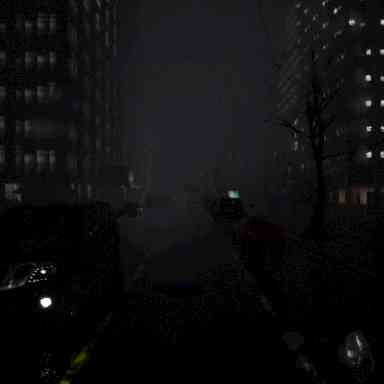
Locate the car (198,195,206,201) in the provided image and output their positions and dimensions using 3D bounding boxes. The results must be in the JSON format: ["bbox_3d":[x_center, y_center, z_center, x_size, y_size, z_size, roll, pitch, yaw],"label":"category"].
[{"bbox_3d":[2.719,1.599,87.716,2.008,1.369,4.403,0,0,0],"label":"car"}]

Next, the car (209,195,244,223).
[{"bbox_3d":[2.705,1.327,25.138,2.192,1.841,5.009,0,0,0],"label":"car"}]

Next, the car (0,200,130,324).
[{"bbox_3d":[-3.091,1.227,7.510,2.150,2.045,5.566,0,0,0],"label":"car"}]

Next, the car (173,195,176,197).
[{"bbox_3d":[-5.662,1.484,82.052,1.967,1.590,4.097,0,0,0],"label":"car"}]

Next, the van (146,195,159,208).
[{"bbox_3d":[-5.670,1.364,47.916,1.690,1.788,3.998,0,0,0],"label":"van"}]

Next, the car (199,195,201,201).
[{"bbox_3d":[2.712,1.580,59.272,2.008,1.369,4.403,0,0,0],"label":"car"}]

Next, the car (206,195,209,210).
[{"bbox_3d":[2.706,1.329,30.827,2.192,1.841,5.009,0,0,0],"label":"car"}]

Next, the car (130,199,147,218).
[{"bbox_3d":[-5.676,1.580,30.849,1.947,1.339,4.313,0,0,0],"label":"car"}]

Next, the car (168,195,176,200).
[{"bbox_3d":[-5.660,1.603,93.430,2.008,1.369,4.403,0,0,0],"label":"car"}]

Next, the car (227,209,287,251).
[{"bbox_3d":[2.699,1.588,13.760,1.802,1.307,4.206,0,0,0],"label":"car"}]

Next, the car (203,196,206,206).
[{"bbox_3d":[2.708,1.545,42.375,1.752,1.417,4.829,0,0,0],"label":"car"}]

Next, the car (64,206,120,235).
[{"bbox_3d":[-5.680,1.575,19.470,1.947,1.339,4.313,0,0,0],"label":"car"}]

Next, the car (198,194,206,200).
[{"bbox_3d":[2.721,1.492,93.405,1.967,1.590,4.097,0,0,0],"label":"car"}]

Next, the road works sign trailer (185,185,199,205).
[{"bbox_3d":[0.040,0.494,60.236,2.380,3.560,2.880,0,0,0],"label":"road works sign trailer"}]

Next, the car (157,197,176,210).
[{"bbox_3d":[-3.080,1.621,43.030,1.895,1.301,4.718,0,0,0],"label":"car"}]

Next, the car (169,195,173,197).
[{"bbox_3d":[-5.666,1.587,70.673,2.008,1.369,4.403,0,0,0],"label":"car"}]

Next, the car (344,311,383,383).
[{"bbox_3d":[2.762,1.567,2.384,1.947,1.339,4.313,0,0,0],"label":"car"}]

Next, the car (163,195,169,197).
[{"bbox_3d":[-5.669,1.595,59.295,1.947,1.339,4.313,0,0,0],"label":"car"}]

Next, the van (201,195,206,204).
[{"bbox_3d":[2.712,1.367,53.583,1.690,1.788,3.998,0,0,0],"label":"van"}]
